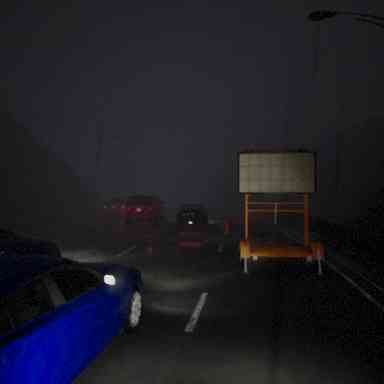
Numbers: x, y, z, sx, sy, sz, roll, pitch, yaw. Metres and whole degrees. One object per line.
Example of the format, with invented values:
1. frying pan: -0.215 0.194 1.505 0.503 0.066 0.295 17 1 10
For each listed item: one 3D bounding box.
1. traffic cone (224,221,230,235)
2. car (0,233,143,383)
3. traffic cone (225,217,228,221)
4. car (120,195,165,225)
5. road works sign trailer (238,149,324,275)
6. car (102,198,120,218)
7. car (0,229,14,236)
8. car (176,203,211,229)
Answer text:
1. traffic cone: 1.861 1.954 17.642 0.340 0.580 0.340 0 0 6
2. car: -2.124 1.477 3.914 1.882 1.535 5.008 0 0 11
3. traffic cone: 2.063 1.954 19.632 0.340 0.580 0.340 0 0 6
4. car: -3.276 1.221 23.962 2.150 2.045 5.566 0 0 2
5. road works sign trailer: 2.635 0.464 10.528 2.380 3.560 2.880 0 0 6
6. car: -6.701 1.350 30.592 2.097 1.767 4.553 0 0 0
7. car: -4.984 1.525 7.727 1.812 1.442 4.674 0 0 10
8. car: 0.092 1.503 21.493 1.837 1.490 4.892 0 0 4
